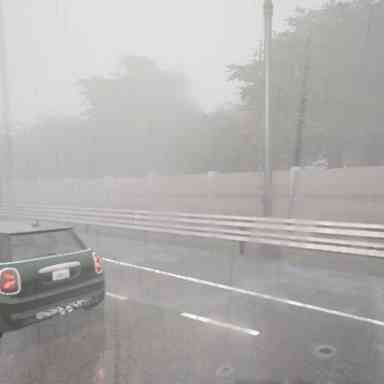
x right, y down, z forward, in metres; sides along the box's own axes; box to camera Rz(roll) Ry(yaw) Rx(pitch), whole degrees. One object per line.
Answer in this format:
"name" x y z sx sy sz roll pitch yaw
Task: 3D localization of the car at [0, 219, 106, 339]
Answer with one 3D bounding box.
"car" -3.848 1.358 6.622 4.553 1.767 2.097 0 0 36
